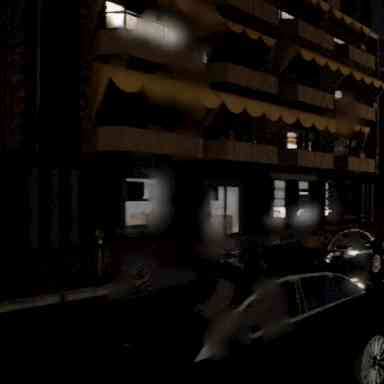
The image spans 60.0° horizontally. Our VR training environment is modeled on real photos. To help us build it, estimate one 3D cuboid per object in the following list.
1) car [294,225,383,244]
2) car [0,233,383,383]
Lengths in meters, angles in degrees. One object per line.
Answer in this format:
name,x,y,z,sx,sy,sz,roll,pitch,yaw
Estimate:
car,3.631,1.617,9.160,4.403,1.369,2.008,1,0,-36
car,0.417,1.512,3.676,4.902,1.511,2.128,1,0,-36
